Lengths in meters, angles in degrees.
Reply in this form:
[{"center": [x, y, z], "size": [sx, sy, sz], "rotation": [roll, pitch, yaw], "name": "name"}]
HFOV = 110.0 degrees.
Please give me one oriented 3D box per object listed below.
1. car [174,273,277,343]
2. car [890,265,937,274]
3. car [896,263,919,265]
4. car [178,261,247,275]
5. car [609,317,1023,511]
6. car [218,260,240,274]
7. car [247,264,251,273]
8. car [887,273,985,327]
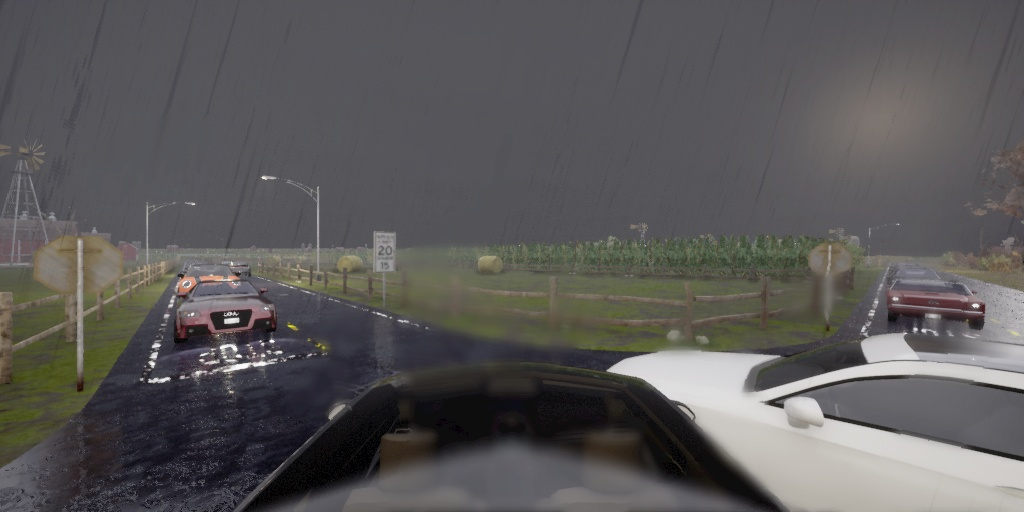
[{"center": [-8.001, 1.356, 9.965], "size": [1.994, 1.385, 4.181], "rotation": [0, 0, -43], "name": "car"}, {"center": [20.484, 1.368, 18.184], "size": [5.357, 1.411, 2.033], "rotation": [0, 1, -43], "name": "car"}, {"center": [27.199, 1.408, 24.481], "size": [4.181, 1.385, 1.994], "rotation": [0, 1, -43], "name": "car"}, {"center": [-13.818, 1.141, 16.411], "size": [2.097, 1.767, 4.553], "rotation": [0, 0, -42], "name": "car"}, {"center": [2.827, 1.294, 2.446], "size": [1.812, 1.442, 4.674], "rotation": [0, 1, -44], "name": "car"}, {"center": [-33.973, 1.309, 42.971], "size": [1.837, 1.490, 4.892], "rotation": [0, 0, -42], "name": "car"}, {"center": [-27.204, 1.287, 35.556], "size": [2.128, 1.511, 4.902], "rotation": [0, 0, -42], "name": "car"}, {"center": [13.448, 1.401, 11.575], "size": [4.718, 1.301, 1.895], "rotation": [0, 1, -43], "name": "car"}]
